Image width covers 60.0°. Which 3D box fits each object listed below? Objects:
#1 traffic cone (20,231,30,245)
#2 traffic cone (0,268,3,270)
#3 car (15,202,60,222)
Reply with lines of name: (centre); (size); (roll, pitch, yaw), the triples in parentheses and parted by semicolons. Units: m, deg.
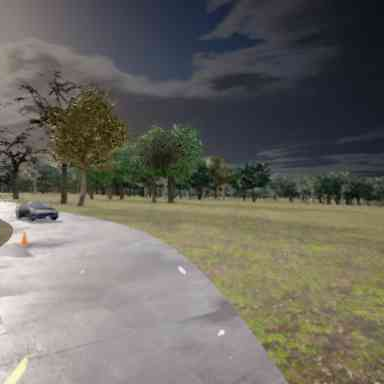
traffic cone: (-7.053, 1.923, 14.014); (0.340, 0.580, 0.340); (0, 0, -20)
traffic cone: (-5.648, 1.940, 9.503); (0.340, 0.580, 0.340); (0, 0, -14)
car: (-12.232, 1.456, 26.053); (2.033, 1.411, 5.357); (0, 0, -43)
